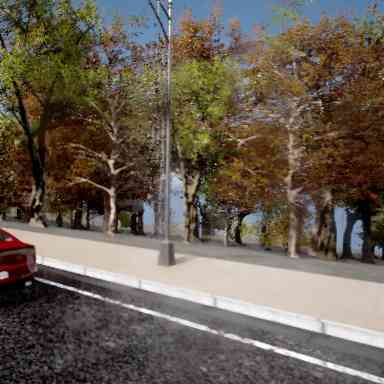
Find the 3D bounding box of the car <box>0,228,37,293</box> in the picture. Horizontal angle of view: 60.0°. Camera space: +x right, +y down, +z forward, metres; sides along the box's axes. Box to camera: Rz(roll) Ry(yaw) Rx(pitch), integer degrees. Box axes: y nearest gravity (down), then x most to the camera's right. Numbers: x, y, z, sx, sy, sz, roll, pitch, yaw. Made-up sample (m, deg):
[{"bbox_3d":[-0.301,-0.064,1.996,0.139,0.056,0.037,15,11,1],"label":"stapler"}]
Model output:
[{"bbox_3d":[-5.586,1.393,7.655,5.008,1.535,1.882,1,0,35],"label":"car"}]
